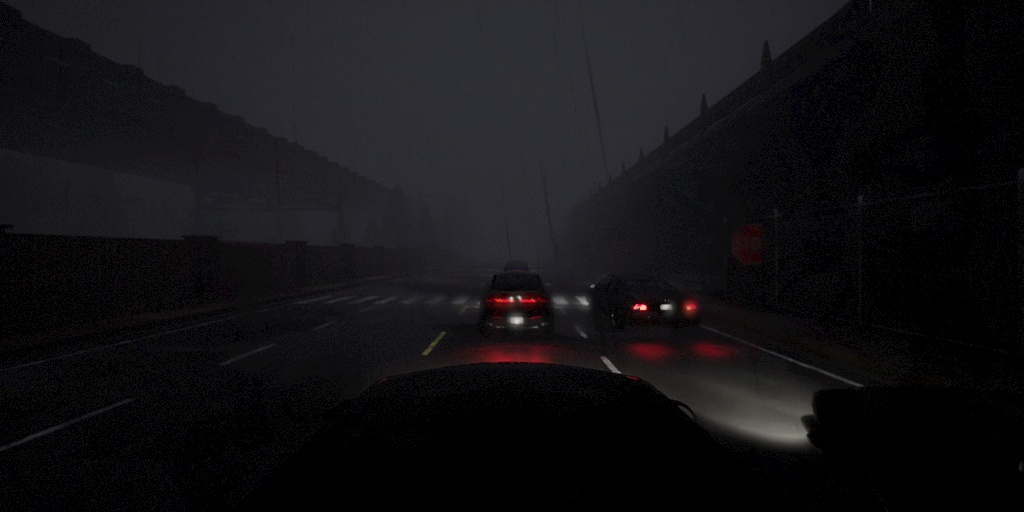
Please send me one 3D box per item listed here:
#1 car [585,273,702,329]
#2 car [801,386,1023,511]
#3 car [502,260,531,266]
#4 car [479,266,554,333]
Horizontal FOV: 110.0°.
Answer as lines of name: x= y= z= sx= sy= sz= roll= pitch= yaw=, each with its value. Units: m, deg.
car: x=3.624 y=1.230 z=10.912 sx=2.033 sy=1.411 sz=5.357 roll=0 pitch=0 yaw=0
car: x=3.596 y=1.304 z=0.840 sx=2.033 sy=1.411 sz=5.357 roll=0 pitch=0 yaw=1
car: x=0.321 y=1.057 z=24.875 sx=1.882 sy=1.535 sz=5.008 roll=0 pitch=1 yaw=1
car: x=0.123 y=1.190 z=10.447 sx=1.837 sy=1.490 sz=4.892 roll=0 pitch=0 yaw=0
